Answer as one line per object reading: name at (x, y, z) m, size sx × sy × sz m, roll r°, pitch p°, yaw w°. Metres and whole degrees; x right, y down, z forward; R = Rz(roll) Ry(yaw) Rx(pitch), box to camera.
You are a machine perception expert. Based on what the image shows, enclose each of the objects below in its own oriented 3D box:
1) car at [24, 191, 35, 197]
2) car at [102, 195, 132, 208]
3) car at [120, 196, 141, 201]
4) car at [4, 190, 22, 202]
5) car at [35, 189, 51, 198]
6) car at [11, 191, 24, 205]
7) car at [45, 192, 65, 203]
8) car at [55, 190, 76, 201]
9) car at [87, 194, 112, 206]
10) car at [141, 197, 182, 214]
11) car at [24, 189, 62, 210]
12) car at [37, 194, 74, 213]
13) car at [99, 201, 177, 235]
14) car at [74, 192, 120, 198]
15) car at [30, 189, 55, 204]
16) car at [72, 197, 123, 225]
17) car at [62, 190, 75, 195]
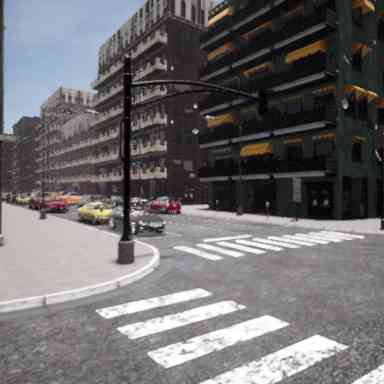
car at (-41.897, 0.475, 85.607) m, size 1.947 × 1.339 × 4.313 m, roll 1°, pitch 0°, yaw -36°
car at (-9.231, 1.161, 40.522) m, size 2.008 × 1.369 × 4.403 m, roll 1°, pitch 0°, yaw -36°
car at (-5.965, 1.233, 36.014) m, size 2.008 × 1.369 × 4.403 m, roll 1°, pitch 0°, yaw -36°
car at (-25.831, 0.661, 49.157) m, size 2.192 × 1.841 × 5.009 m, roll 1°, pitch 0°, yaw -36°
car at (-33.454, 0.310, 74.469) m, size 2.150 × 2.045 × 5.566 m, roll 0°, pitch 0°, yaw -36°
car at (-22.469, 0.944, 44.511) m, size 1.752 × 1.417 × 4.829 m, roll 1°, pitch 0°, yaw -36°
car at (-22.327, 0.835, 53.994) m, size 1.882 × 1.535 × 5.008 m, roll 0°, pitch 0°, yaw -36°
car at (-22.292, 0.642, 58.556) m, size 2.192 × 1.841 × 5.009 m, roll 1°, pitch 0°, yaw -36°
car at (-12.596, 1.063, 45.168) m, size 1.752 × 1.417 × 4.829 m, roll 1°, pitch 0°, yaw -36°
car at (-2.696, 1.194, 31.505) m, size 1.967 × 1.590 × 4.097 m, roll 1°, pitch 0°, yaw -36°
car at (-16.031, 0.874, 35.632) m, size 2.192 × 1.841 × 5.009 m, roll 1°, pitch 0°, yaw -36°
car at (-12.770, 1.175, 31.124) m, size 1.887 × 1.381 × 4.507 m, roll 1°, pitch 0°, yaw -36°
car at (-2.970, 1.397, 17.598) m, size 2.008 × 1.369 × 4.403 m, roll 1°, pitch 0°, yaw -36°
car at (-8.530, 1.045, 29.674) m, size 2.097 × 1.767 × 4.553 m, roll 0°, pitch 0°, yaw -36°
car at (-21.664, 0.614, 47.963) m, size 2.150 × 2.045 × 5.566 m, roll 0°, pitch 0°, yaw -36°
car at (-6.136, 1.301, 21.968) m, size 1.752 × 1.417 × 4.829 m, roll 1°, pitch 0°, yaw -36°
car at (-16.541, 0.834, 46.095) m, size 2.097 × 1.767 × 4.553 m, roll 0°, pitch 0°, yaw -34°
